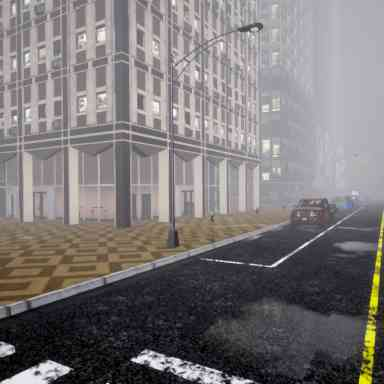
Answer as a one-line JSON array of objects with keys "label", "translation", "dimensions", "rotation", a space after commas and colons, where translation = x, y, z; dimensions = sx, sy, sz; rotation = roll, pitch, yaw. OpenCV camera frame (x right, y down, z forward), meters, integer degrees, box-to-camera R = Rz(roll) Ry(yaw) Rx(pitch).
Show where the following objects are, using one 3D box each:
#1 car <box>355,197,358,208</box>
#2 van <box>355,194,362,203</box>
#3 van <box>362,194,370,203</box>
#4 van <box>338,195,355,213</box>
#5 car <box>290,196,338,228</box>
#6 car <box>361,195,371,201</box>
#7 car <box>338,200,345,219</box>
[{"label": "car", "translation": [19.344, 1.570, 41.426], "dimensions": [1.802, 1.307, 4.206], "rotation": [-1, 0, 30]}, {"label": "van", "translation": [22.136, 1.327, 46.220], "dimensions": [1.690, 1.788, 3.998], "rotation": [-1, 0, 30]}, {"label": "van", "translation": [36.112, 1.313, 70.181], "dimensions": [1.690, 1.788, 3.998], "rotation": [-1, 0, 30]}, {"label": "van", "translation": [16.546, 1.332, 36.635], "dimensions": [1.690, 1.788, 3.998], "rotation": [-1, 0, 30]}, {"label": "car", "translation": [8.080, 1.314, 22.308], "dimensions": [2.192, 1.841, 5.009], "rotation": [-1, 0, 30]}, {"label": "car", "translation": [41.705, 1.511, 79.765], "dimensions": [1.887, 1.381, 4.507], "rotation": [-1, 0, 30]}, {"label": "car", "translation": [10.917, 1.562, 27.074], "dimensions": [1.947, 1.339, 4.313], "rotation": [-1, 0, 30]}]
